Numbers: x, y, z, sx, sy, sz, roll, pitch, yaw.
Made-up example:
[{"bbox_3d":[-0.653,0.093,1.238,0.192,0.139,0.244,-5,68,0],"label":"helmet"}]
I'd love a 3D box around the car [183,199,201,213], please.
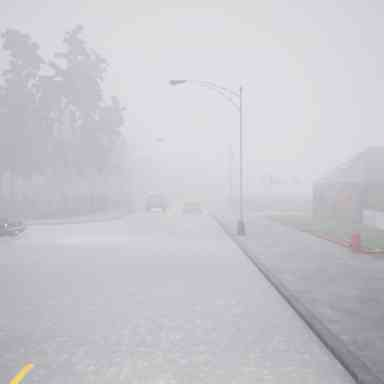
[{"bbox_3d":[-0.008,1.468,36.969,1.882,1.535,5.008,0,0,-1],"label":"car"}]

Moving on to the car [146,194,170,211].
[{"bbox_3d":[-4.253,1.211,40.298,2.150,2.045,5.566,0,0,0],"label":"car"}]

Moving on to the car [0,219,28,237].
[{"bbox_3d":[-10.504,1.597,15.854,4.718,1.301,1.895,0,0,2],"label":"car"}]
